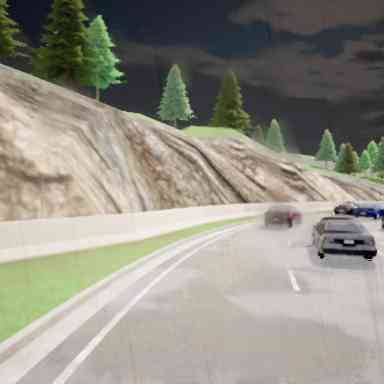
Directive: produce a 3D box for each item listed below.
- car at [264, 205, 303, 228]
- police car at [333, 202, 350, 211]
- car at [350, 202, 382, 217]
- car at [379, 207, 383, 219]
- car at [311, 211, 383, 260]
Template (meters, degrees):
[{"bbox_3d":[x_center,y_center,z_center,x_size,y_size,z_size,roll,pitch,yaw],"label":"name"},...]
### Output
[{"bbox_3d":[6.715,1.687,24.194,1.882,1.535,5.008,0,-1,29],"label":"car"},{"bbox_3d":[18.226,1.901,38.069,4.974,1.542,2.038,1,0,-41],"label":"police car"},{"bbox_3d":[17.481,1.833,32.358,1.882,1.535,5.008,0,-1,44],"label":"car"},{"bbox_3d":[13.062,1.846,20.978,1.895,1.301,4.718,0,0,29],"label":"car"},{"bbox_3d":[5.824,1.681,13.140,2.033,1.411,5.357,0,0,17],"label":"car"}]
